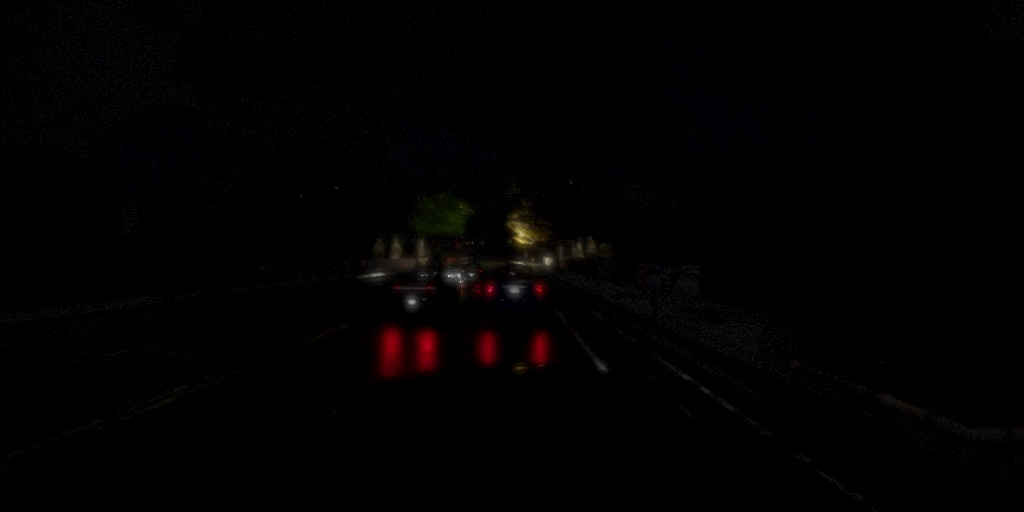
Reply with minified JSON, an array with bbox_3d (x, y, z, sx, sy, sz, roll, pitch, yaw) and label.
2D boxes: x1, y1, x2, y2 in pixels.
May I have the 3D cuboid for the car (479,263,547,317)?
[{"bbox_3d":[0.088,1.110,13.414,2.097,1.767,4.553,0,0,0],"label":"car"}]

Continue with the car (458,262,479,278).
[{"bbox_3d":[-3.157,1.292,30.058,1.812,1.442,4.674,0,0,0],"label":"car"}]

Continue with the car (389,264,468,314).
[{"bbox_3d":[-3.162,1.249,13.781,2.128,1.511,4.902,0,0,0],"label":"car"}]

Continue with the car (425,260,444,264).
[{"bbox_3d":[-9.828,1.253,45.446,1.882,1.535,5.008,0,0,0],"label":"car"}]

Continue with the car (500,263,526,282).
[{"bbox_3d":[0.092,1.331,29.592,1.994,1.385,4.181,0,0,0],"label":"car"}]

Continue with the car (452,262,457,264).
[{"bbox_3d":[-6.586,1.375,43.469,1.895,1.301,4.718,0,0,0],"label":"car"}]
